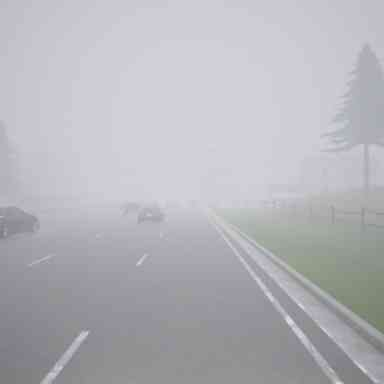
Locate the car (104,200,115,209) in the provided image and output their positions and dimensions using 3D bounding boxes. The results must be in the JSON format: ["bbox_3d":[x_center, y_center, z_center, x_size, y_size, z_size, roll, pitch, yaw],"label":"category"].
[{"bbox_3d":[-13.892,2.160,57.867,2.033,1.411,5.357,0,-1,-2],"label":"car"}]

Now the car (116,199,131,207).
[{"bbox_3d":[-14.007,2.248,68.381,2.128,1.511,4.902,0,-1,0],"label":"car"}]

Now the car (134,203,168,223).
[{"bbox_3d":[-3.402,1.865,28.483,1.994,1.385,4.181,0,-1,0],"label":"car"}]

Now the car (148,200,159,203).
[{"bbox_3d":[-6.987,2.130,60.280,2.128,1.511,4.902,0,0,0],"label":"car"}]

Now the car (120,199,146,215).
[{"bbox_3d":[-6.904,1.927,40.098,1.837,1.490,4.892,0,-1,0],"label":"car"}]

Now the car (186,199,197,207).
[{"bbox_3d":[-0.007,2.203,66.100,1.837,1.490,4.892,0,-1,0],"label":"car"}]

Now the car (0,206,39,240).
[{"bbox_3d":[-10.402,1.548,18.500,2.097,1.767,4.553,0,-1,0],"label":"car"}]

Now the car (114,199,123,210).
[{"bbox_3d":[-10.405,2.158,52.695,1.895,1.301,4.718,0,-1,0],"label":"car"}]

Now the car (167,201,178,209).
[{"bbox_3d":[-3.406,2.167,56.949,1.994,1.385,4.181,0,-1,0],"label":"car"}]

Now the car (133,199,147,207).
[{"bbox_3d":[-10.507,2.255,67.292,2.033,1.411,5.357,0,-1,0],"label":"car"}]
